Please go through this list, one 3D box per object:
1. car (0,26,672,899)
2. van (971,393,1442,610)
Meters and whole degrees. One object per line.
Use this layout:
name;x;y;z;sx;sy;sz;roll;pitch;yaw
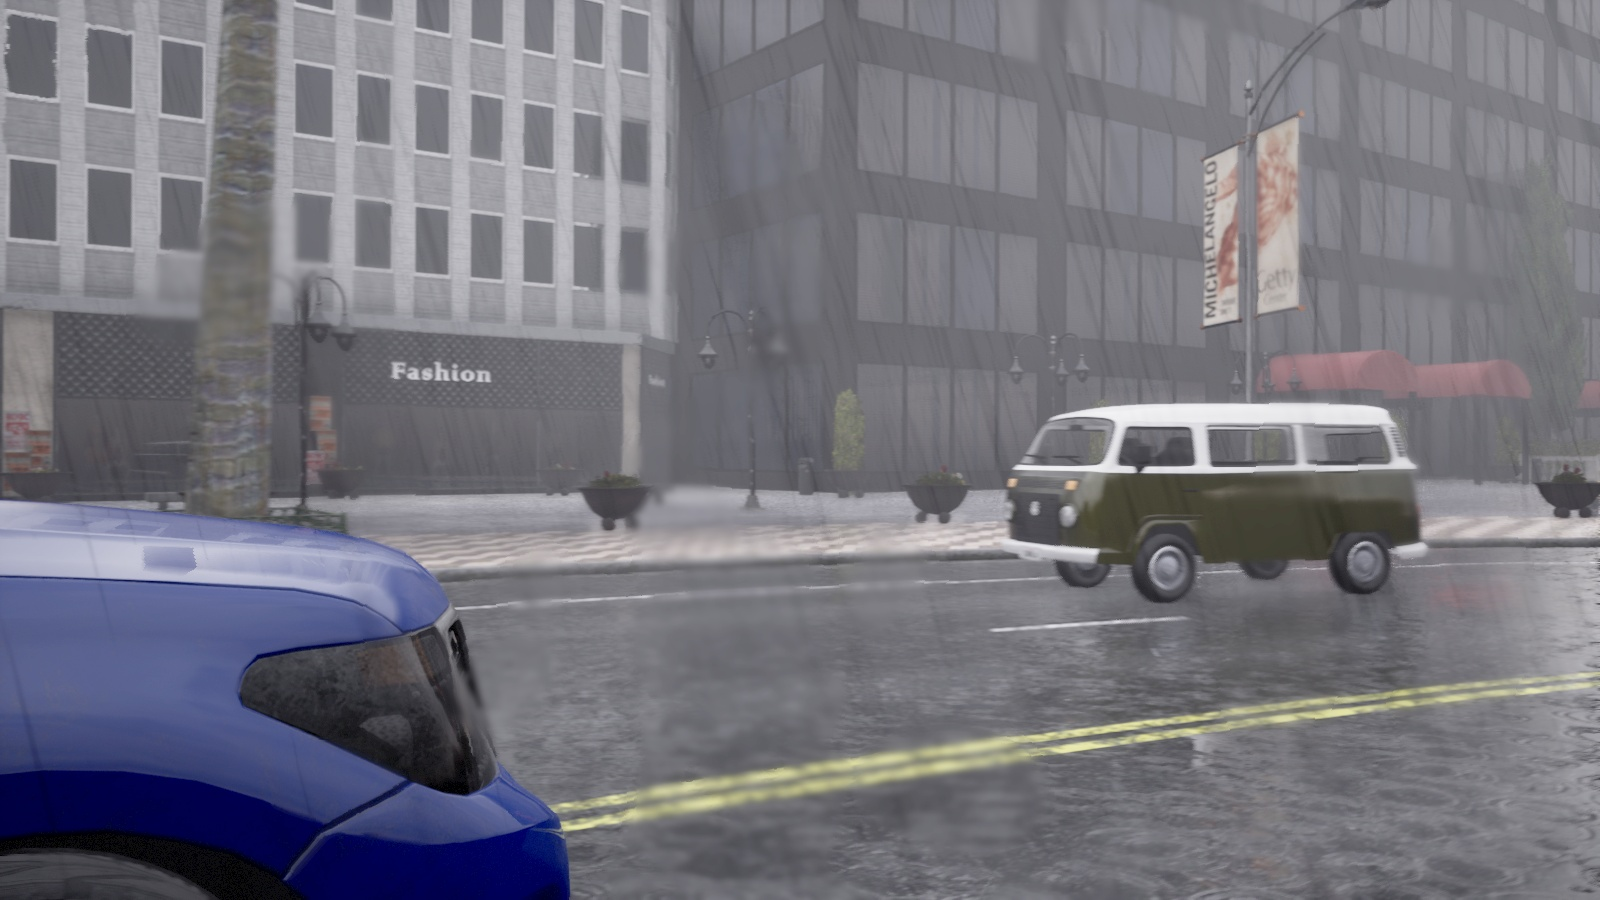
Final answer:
car;-3.119;0.472;1.489;5.566;2.045;2.150;0;0;-35
van;4.326;0.487;13.506;4.480;2.038;2.069;0;0;-19
